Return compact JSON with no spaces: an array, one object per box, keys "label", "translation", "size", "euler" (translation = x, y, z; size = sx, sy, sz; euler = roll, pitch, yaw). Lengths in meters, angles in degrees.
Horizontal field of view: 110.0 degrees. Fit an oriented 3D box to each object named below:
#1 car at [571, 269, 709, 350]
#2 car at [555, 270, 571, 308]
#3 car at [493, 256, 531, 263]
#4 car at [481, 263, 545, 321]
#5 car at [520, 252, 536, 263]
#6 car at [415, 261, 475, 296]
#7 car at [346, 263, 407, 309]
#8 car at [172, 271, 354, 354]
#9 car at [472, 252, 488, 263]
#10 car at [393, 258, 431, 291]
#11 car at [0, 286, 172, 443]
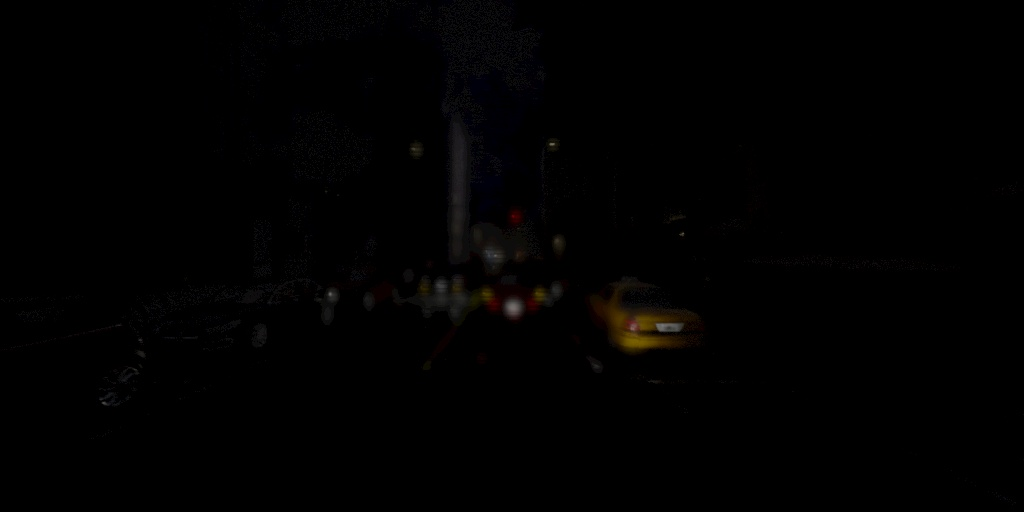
[{"label":"car","translation":[2.757,1.185,8.595],"size":[1.751,1.417,4.829],"euler":[0,0,0]},{"label":"car","translation":[2.753,1.153,13.881],"size":[1.948,1.339,4.313],"euler":[0,0,0]},{"label":"car","translation":[0.001,0.976,22.571],"size":[1.837,1.490,4.892],"euler":[0,1,0]},{"label":"car","translation":[0.048,1.142,11.701],"size":[1.812,1.442,4.674],"euler":[0,1,0]},{"label":"car","translation":[2.717,0.463,56.760],"size":[1.967,1.591,4.097],"euler":[0,0,0]},{"label":"car","translation":[-3.089,1.103,17.551],"size":[1.994,1.385,4.181],"euler":[0,1,0]},{"label":"car","translation":[-5.772,1.133,13.872],"size":[1.888,1.381,4.507],"euler":[0,0,0]},{"label":"car","translation":[-5.768,1.211,8.416],"size":[2.007,1.370,4.403],"euler":[0,0,0]},{"label":"car","translation":[-5.813,0.268,62.189],"size":[2.192,1.841,5.009],"euler":[0,0,0]},{"label":"car","translation":[-5.777,0.955,19.329],"size":[1.967,1.591,4.097],"euler":[0,0,0]},{"label":"car","translation":[-5.763,1.173,2.959],"size":[1.967,1.591,4.097],"euler":[0,0,0]}]
